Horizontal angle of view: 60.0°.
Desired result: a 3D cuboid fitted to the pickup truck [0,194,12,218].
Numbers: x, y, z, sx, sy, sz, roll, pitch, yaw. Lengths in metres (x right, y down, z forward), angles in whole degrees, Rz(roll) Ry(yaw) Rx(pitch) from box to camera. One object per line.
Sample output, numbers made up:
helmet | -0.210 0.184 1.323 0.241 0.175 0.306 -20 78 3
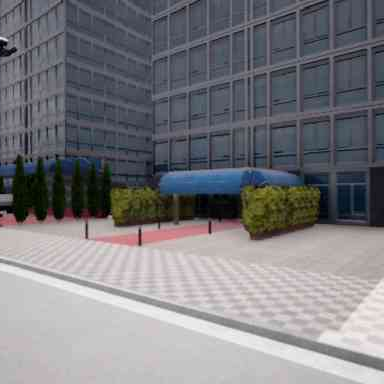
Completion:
pickup truck | -15.184 1.204 27.782 2.390 2.098 6.274 0 0 -22
